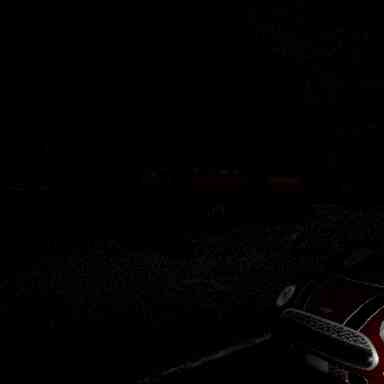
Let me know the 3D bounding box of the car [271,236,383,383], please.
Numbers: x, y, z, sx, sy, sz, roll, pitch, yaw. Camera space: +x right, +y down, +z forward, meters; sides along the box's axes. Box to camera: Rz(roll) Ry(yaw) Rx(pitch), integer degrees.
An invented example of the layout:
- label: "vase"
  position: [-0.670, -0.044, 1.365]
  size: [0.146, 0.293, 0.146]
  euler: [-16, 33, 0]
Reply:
- label: "car"
  position: [3.069, 1.439, 4.987]
  size: [4.097, 1.590, 1.967]
  euler: [0, 1, -35]
